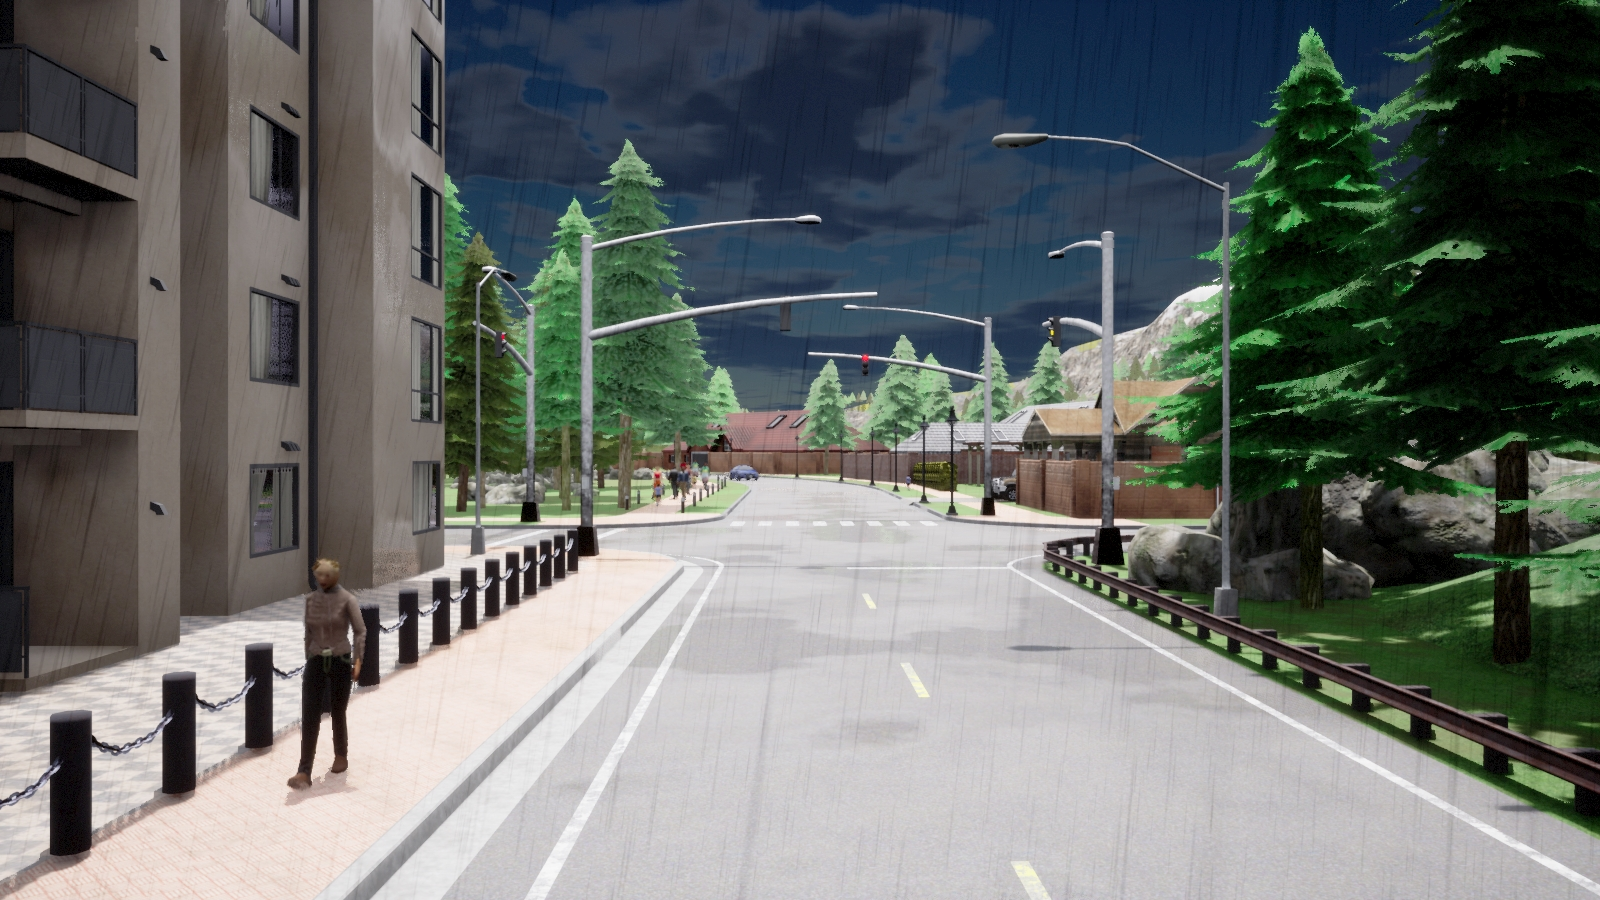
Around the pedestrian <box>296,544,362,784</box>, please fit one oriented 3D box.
[{"bbox_3d":[-3.777,1.699,9.172,0.375,1.860,0.375,0,0,-1],"label":"pedestrian"}]

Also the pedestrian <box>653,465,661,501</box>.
[{"bbox_3d":[-7.351,1.699,58.854,0.375,1.860,0.375,0,0,2],"label":"pedestrian"}]

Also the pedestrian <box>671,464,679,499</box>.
[{"bbox_3d":[-6.705,1.702,61.255,0.375,1.860,0.375,0,0,0],"label":"pedestrian"}]

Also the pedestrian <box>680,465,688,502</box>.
[{"bbox_3d":[-5.920,1.699,58.173,0.375,1.860,0.375,0,0,0],"label":"pedestrian"}]

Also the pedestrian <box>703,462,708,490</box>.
[{"bbox_3d":[-6.253,1.709,75.592,0.375,1.860,0.375,0,0,-6],"label":"pedestrian"}]

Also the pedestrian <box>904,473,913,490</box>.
[{"bbox_3d":[7.115,2.094,75.017,0.500,1.100,0.500,0,0,-3],"label":"pedestrian"}]

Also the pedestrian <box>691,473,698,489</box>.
[{"bbox_3d":[-7.121,2.090,77.187,0.500,1.100,0.500,0,0,-5],"label":"pedestrian"}]

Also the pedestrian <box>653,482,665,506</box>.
[{"bbox_3d":[-6.677,2.078,53.987,0.500,1.100,0.500,0,0,-1],"label":"pedestrian"}]

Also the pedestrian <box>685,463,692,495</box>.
[{"bbox_3d":[-6.551,1.704,67.021,0.375,1.860,0.375,0,0,1],"label":"pedestrian"}]
